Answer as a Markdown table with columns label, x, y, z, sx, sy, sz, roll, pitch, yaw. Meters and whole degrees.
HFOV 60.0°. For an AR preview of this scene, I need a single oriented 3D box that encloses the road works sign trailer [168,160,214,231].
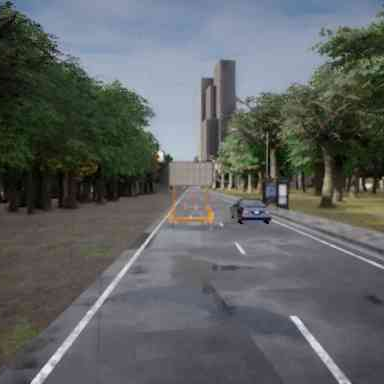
| label | x | y | z | sx | sy | sz | roll | pitch | yaw |
| --- | --- | --- | --- | --- | --- | --- | --- | --- | --- |
| road works sign trailer | -0.062 | 0.103 | 17.869 | 2.380 | 3.560 | 2.880 | 0 | 1 | 0 |

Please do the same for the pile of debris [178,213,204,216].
| label | x | y | z | sx | sy | sz | roll | pitch | yaw |
| --- | --- | --- | --- | --- | --- | --- | --- | --- | --- |
| pile of debris | -0.086 | 1.668 | 24.904 | 1.860 | 0.140 | 1.500 | 0 | 1 | 0 |

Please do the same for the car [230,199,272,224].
| label | x | y | z | sx | sy | sz | roll | pitch | yaw |
| --- | --- | --- | --- | --- | --- | --- | --- | --- | --- |
| car | 3.530 | 1.131 | 20.706 | 2.033 | 1.411 | 5.357 | 0 | 1 | 0 |
